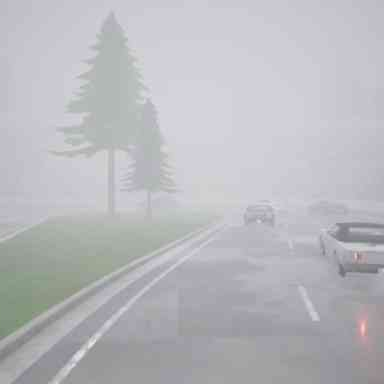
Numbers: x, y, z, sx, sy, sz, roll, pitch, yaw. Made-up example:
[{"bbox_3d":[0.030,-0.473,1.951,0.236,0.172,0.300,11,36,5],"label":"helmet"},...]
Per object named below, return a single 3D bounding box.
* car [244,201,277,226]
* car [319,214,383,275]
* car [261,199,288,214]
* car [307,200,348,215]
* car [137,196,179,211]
[{"bbox_3d":[4.594,1.515,22.575,1.895,1.301,4.718,0,0,13],"label":"car"},{"bbox_3d":[5.068,1.567,10.007,1.895,1.301,4.718,0,0,13],"label":"car"},{"bbox_3d":[7.656,1.402,33.230,1.812,1.442,4.674,1,0,-23],"label":"car"},{"bbox_3d":[12.150,1.421,29.996,1.812,1.442,4.674,1,0,-7],"label":"car"},{"bbox_3d":[-3.746,1.197,36.842,4.553,1.767,2.097,0,1,8],"label":"car"}]
